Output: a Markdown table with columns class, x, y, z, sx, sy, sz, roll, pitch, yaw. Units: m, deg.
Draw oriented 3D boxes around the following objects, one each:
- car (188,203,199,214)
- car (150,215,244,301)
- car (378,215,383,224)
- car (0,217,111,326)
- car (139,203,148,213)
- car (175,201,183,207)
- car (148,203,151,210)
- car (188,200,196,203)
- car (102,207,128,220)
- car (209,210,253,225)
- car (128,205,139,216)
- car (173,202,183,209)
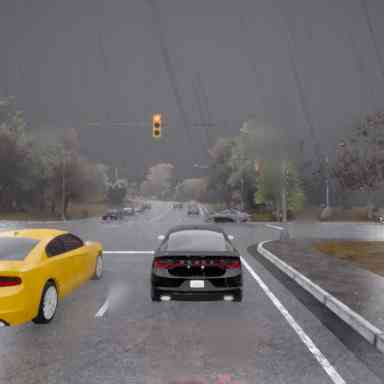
| class | x | y | z | sx | sy | sz | roll | pitch | yaw |
| --- | --- | --- | --- | --- | --- | --- | --- | --- | --- |
| car | 0.243 | 3.312 | 60.856 | 1.994 | 1.385 | 4.181 | 0 | 0 | 0 |
| car | 0.104 | 1.565 | 8.515 | 1.882 | 1.535 | 5.008 | 0 | -1 | 0 |
| car | 20.424 | 2.437 | 31.835 | 4.902 | 1.511 | 2.128 | 0 | -2 | -3 |
| car | -3.404 | 1.542 | 7.274 | 1.882 | 1.535 | 5.008 | 0 | -1 | 0 |
| car | -10.391 | 3.243 | 64.715 | 2.128 | 1.511 | 4.902 | 0 | 0 | 1 |
| car | -3.417 | 3.163 | 86.728 | 1.994 | 1.385 | 4.181 | 0 | 0 | -3 |
| car | -10.325 | 3.227 | 75.295 | 2.033 | 1.411 | 5.357 | 0 | 0 | 0 |
| car | 0.097 | 2.971 | 86.562 | 2.097 | 1.767 | 4.553 | 0 | 0 | -3 |
| car | -10.507 | 3.000 | 44.740 | 2.033 | 1.411 | 5.357 | 0 | -2 | 1 |
| car | 3.621 | 2.488 | 33.072 | 4.902 | 1.511 | 2.128 | -1 | -2 | 27 |
| car | -10.457 | 3.209 | 54.610 | 1.812 | 1.442 | 4.674 | 0 | -1 | 0 |
| car | -3.322 | 3.180 | 76.660 | 1.837 | 1.490 | 4.892 | 0 | 0 | 0 |
